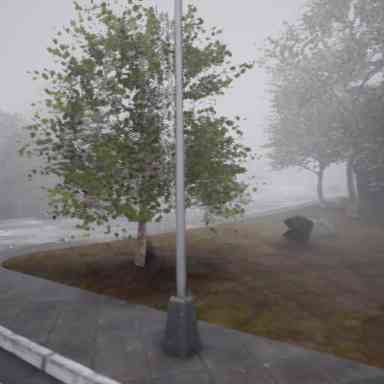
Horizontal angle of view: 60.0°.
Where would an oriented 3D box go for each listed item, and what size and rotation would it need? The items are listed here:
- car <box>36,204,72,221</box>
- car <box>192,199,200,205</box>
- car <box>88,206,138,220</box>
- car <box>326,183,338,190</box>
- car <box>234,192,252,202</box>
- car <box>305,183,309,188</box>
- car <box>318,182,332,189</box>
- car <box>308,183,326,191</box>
[{"bbox_3d":[-11.783,1.827,30.075,1.994,1.385,4.181,-1,0,38],"label":"car"},{"bbox_3d":[1.701,1.004,47.124,1.837,1.490,4.892,-1,2,39],"label":"car"},{"bbox_3d":[-6.880,1.695,30.635,2.033,1.411,5.357,-1,1,38],"label":"car"},{"bbox_3d":[32.934,-1.165,77.900,2.128,1.511,4.902,-1,2,13],"label":"car"},{"bbox_3d":[6.999,0.773,48.155,1.812,1.442,4.674,-1,2,39],"label":"car"},{"bbox_3d":[31.526,-1.721,88.137,1.882,1.535,5.008,-1,2,3],"label":"car"},{"bbox_3d":[35.006,-1.717,87.747,2.128,1.511,4.902,-1,2,3],"label":"car"},{"bbox_3d":[29.390,-1.103,78.277,2.128,1.511,4.902,-1,2,13],"label":"car"}]
